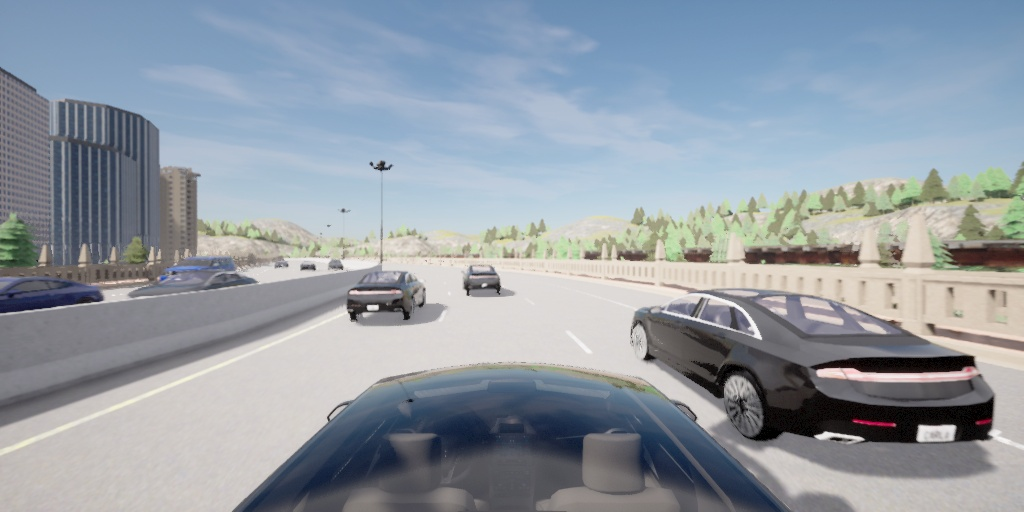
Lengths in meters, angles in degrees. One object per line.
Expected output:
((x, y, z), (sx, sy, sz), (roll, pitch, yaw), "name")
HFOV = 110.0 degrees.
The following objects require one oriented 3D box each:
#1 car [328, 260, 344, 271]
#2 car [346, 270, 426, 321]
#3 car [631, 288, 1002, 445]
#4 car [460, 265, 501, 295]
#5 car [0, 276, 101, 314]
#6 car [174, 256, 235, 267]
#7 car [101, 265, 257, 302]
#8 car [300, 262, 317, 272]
((-25.530, 1.325, 51.962), (1.837, 1.490, 4.892), (0, 0, -30), "car")
((-4.200, 1.251, 12.576), (2.128, 1.511, 4.902), (0, 0, -6), "car")
((3.354, 1.221, 5.329), (2.128, 1.511, 4.902), (0, 0, -2), "car")
((-1.774, 1.231, 19.913), (2.128, 1.511, 4.902), (0, 0, -10), "car")
((-14.675, 1.338, 10.356), (1.812, 1.442, 4.674), (0, 0, -7), "car")
((-20.798, 1.049, 24.173), (2.150, 2.045, 5.566), (0, 0, -16), "car")
((-11.526, 1.286, 13.320), (2.128, 1.511, 4.902), (0, 0, -8), "car")
((-27.659, 1.435, 48.695), (1.895, 1.301, 4.718), (0, 0, -30), "car")
